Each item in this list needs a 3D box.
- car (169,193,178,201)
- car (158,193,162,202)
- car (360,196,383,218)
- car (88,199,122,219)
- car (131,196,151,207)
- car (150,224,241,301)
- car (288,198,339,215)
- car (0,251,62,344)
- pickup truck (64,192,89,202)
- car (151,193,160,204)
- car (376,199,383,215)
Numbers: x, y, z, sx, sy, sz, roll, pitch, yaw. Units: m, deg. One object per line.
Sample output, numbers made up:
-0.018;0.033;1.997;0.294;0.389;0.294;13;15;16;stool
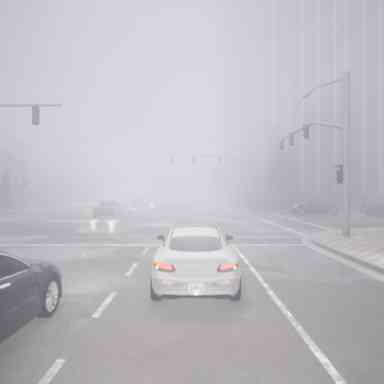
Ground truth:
-4.747;1.180;85.462;2.150;2.045;5.566;0;0;-1;car
-8.128;1.168;76.942;2.150;2.045;5.566;0;0;-1;car
17.711;1.206;29.025;5.566;2.045;2.150;0;0;0;car
-7.460;1.489;29.544;1.837;1.490;4.892;0;0;-1;car
-7.845;1.325;49.958;2.097;1.767;4.553;0;0;-1;car
0.078;1.521;8.188;1.812;1.442;4.674;0;0;0;car
11.772;1.335;32.481;4.553;1.767;2.097;0;0;0;car
-3.436;1.502;4.538;1.837;1.490;4.892;0;0;0;car
-24.658;1.022;70.240;2.390;2.098;6.274;0;0;30;pickup truck
-7.995;1.459;63.873;2.128;1.511;4.902;0;0;0;car
20.998;1.460;32.547;5.008;1.535;1.882;0;0;0;car
